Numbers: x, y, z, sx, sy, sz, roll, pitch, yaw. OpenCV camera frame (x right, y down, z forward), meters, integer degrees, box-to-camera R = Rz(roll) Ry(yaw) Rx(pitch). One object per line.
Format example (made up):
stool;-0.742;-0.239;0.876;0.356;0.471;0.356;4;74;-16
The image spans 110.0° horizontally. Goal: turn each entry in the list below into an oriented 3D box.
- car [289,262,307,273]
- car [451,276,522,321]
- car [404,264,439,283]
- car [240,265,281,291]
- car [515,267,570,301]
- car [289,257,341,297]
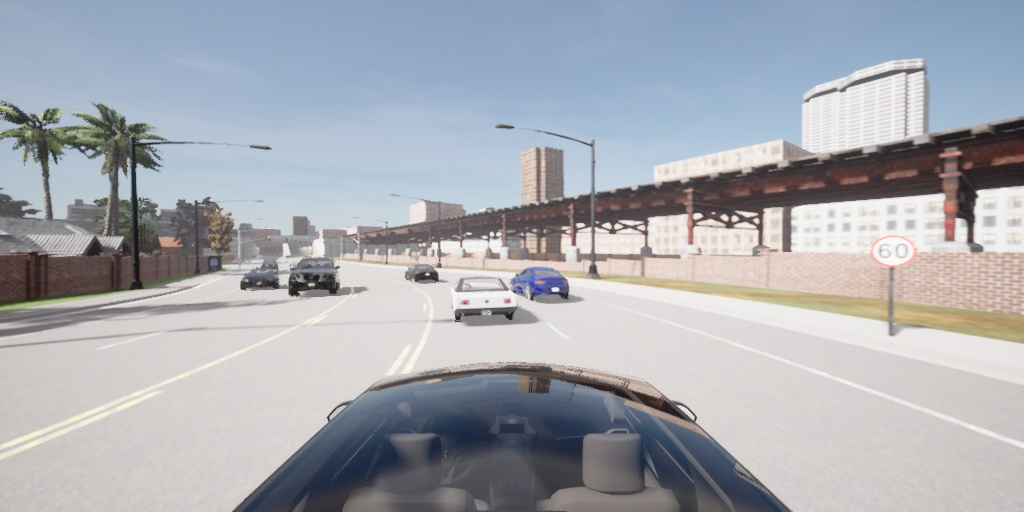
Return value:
car;-32.702;1.657;54.720;2.128;1.511;4.902;-1;0;-33
car;-1.165;1.350;12.489;1.895;1.301;4.718;-1;0;-11
car;-7.396;1.365;29.062;1.994;1.385;4.181;-1;0;-29
car;-16.825;1.541;24.161;1.994;1.385;4.181;-1;0;-30
car;1.231;1.238;17.173;1.812;1.442;4.674;-1;0;-15
car;-11.070;1.098;20.411;2.150;2.045;5.566;-1;0;-23
